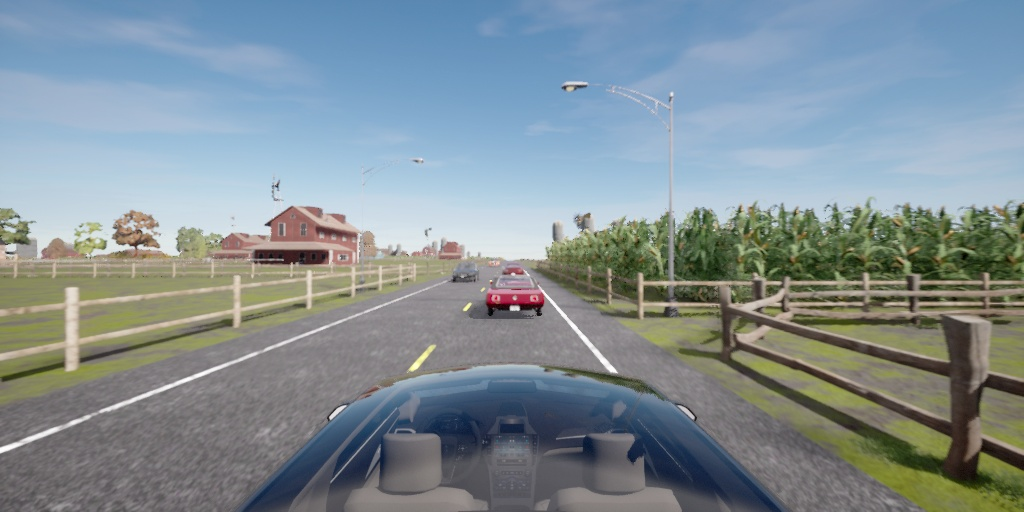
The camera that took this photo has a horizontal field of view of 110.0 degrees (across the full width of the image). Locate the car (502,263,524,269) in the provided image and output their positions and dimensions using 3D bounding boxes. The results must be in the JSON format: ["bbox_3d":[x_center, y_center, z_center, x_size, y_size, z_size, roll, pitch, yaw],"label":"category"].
[{"bbox_3d":[0.101,1.308,31.494,1.812,1.442,4.674,0,0,0],"label":"car"}]

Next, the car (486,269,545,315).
[{"bbox_3d":[0.096,1.358,13.521,1.895,1.301,4.718,0,0,0],"label":"car"}]

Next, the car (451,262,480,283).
[{"bbox_3d":[-3.595,1.283,28.513,1.837,1.490,4.892,0,0,0],"label":"car"}]
